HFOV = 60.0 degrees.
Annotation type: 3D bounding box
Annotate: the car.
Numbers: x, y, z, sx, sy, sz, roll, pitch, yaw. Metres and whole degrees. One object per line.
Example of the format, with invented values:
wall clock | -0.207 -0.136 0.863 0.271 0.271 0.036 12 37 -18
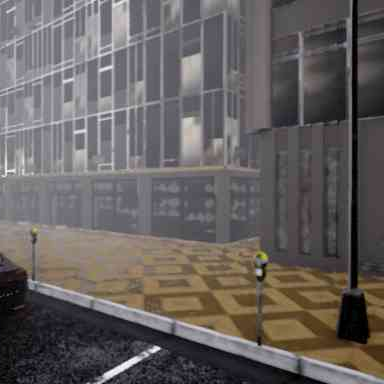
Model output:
car | -4.805 1.583 6.296 4.313 1.339 1.947 0 0 36
